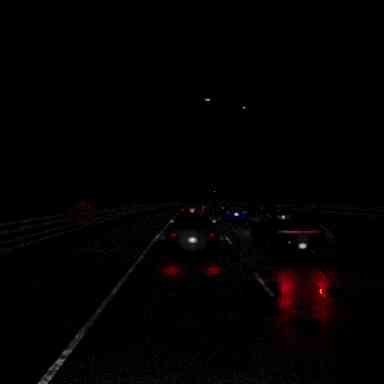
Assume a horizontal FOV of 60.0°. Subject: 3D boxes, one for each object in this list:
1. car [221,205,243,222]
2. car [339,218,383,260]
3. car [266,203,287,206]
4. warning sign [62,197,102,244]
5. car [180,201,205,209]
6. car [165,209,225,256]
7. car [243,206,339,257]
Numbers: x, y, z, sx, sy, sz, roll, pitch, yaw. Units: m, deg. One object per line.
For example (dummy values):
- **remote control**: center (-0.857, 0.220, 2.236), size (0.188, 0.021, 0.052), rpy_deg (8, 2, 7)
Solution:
- **car**: center (3.529, 1.772, 28.250), size (1.994, 1.385, 4.181), rpy_deg (0, -1, 1)
- **car**: center (7.028, 1.615, 12.376), size (1.895, 1.301, 4.718), rpy_deg (0, 0, 0)
- **car**: center (7.027, 1.711, 28.071), size (1.837, 1.490, 4.892), rpy_deg (0, -1, 1)
- **warning sign**: center (-4.552, 1.135, 13.859), size (1.300, 1.860, 1.060), rpy_deg (0, 0, 0)
- **car**: center (0.027, 1.553, 27.948), size (2.097, 1.767, 4.553), rpy_deg (0, -1, 0)
- **car**: center (0.037, 1.581, 13.106), size (1.994, 1.385, 4.181), rpy_deg (0, 0, 1)
- **car**: center (3.534, 1.508, 12.977), size (2.128, 1.511, 4.902), rpy_deg (0, 0, 1)
